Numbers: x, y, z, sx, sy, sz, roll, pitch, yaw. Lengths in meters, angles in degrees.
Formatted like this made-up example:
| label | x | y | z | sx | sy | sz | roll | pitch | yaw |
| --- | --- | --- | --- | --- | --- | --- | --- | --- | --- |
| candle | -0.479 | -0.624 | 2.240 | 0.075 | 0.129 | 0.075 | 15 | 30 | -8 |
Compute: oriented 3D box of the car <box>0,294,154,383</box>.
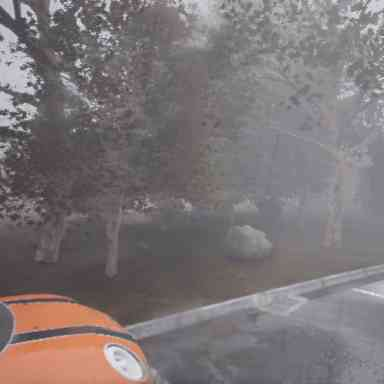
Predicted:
| label | x | y | z | sx | sy | sz | roll | pitch | yaw |
| --- | --- | --- | --- | --- | --- | --- | --- | --- | --- |
| car | -2.517 | 1.358 | 2.262 | 4.553 | 1.767 | 2.185 | 0 | 0 | -33 |
